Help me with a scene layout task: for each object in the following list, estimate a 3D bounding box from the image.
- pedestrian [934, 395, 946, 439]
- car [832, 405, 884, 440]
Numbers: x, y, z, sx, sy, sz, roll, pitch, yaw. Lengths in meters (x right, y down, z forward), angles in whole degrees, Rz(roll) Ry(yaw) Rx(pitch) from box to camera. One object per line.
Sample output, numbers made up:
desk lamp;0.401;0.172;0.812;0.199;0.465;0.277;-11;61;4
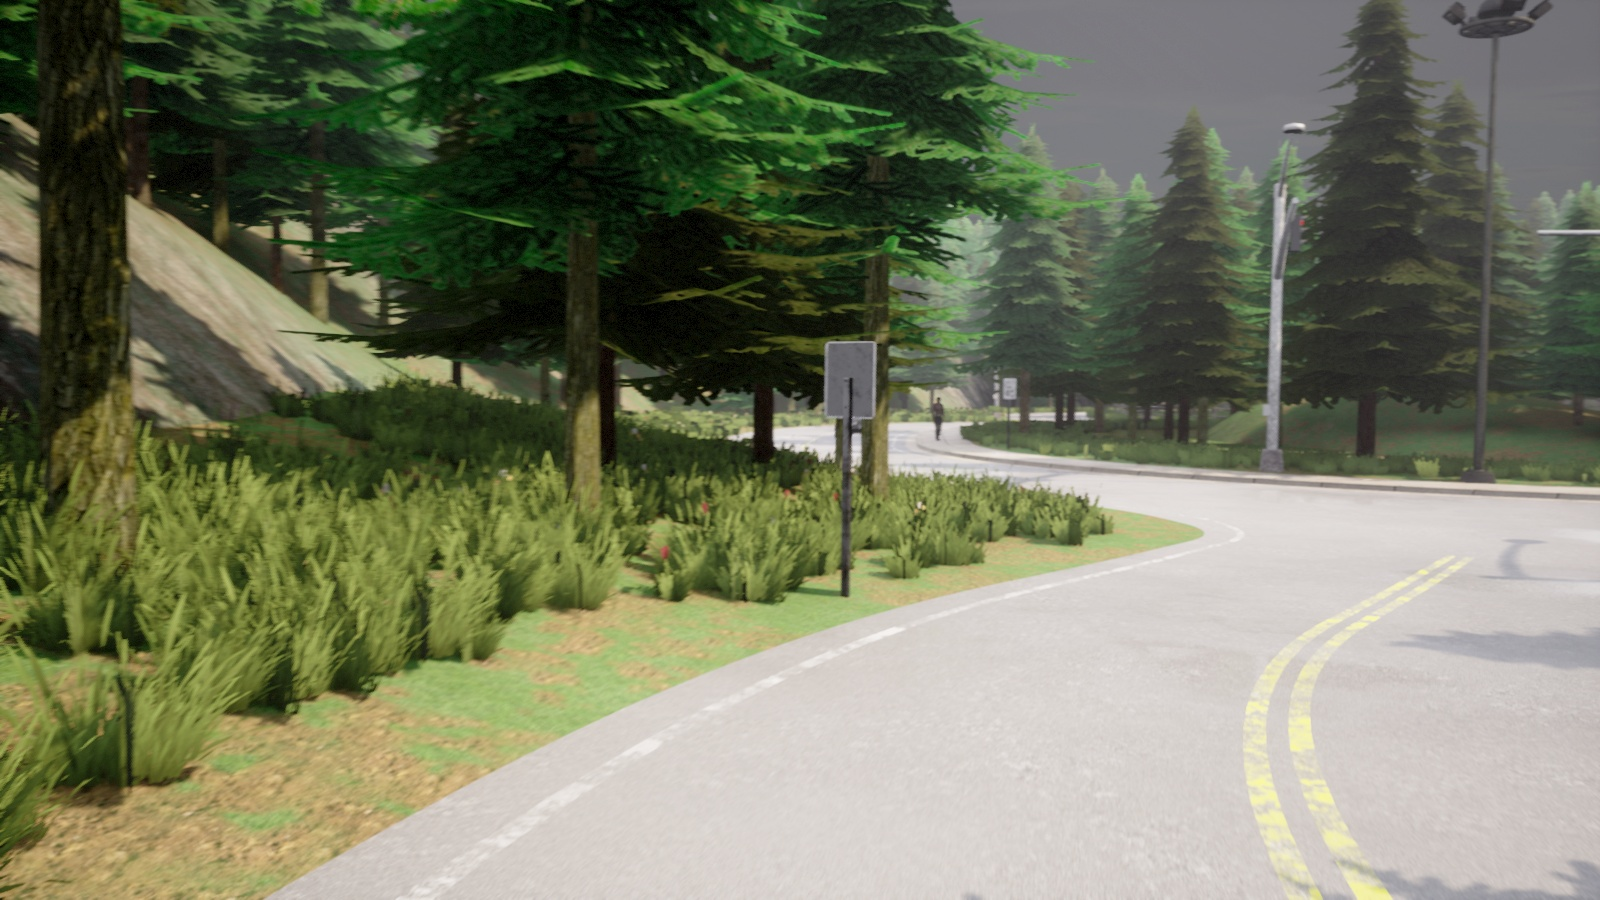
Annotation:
pedestrian;5.734;-1.359;51.435;0.328;1.805;0.869;0;3;-5
car;2.718;-1.304;57.454;2.033;1.411;5.357;1;3;6
